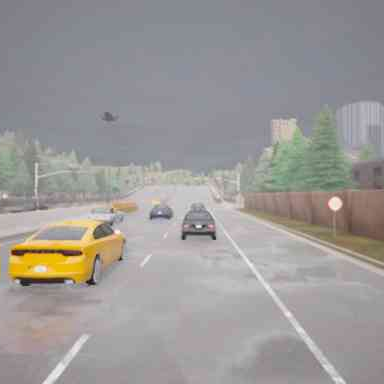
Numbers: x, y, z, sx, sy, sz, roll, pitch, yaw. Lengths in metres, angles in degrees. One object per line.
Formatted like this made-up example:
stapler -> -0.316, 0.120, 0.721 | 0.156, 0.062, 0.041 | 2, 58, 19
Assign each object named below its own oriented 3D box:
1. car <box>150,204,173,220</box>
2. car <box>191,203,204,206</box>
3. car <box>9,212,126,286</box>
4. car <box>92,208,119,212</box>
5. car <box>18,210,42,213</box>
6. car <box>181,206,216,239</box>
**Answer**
car -> -2.919, 1.888, 32.332 | 1.994, 1.385, 4.181 | 0, -1, 1
car -> 0.680, 1.949, 38.565 | 2.033, 1.411, 5.357 | 0, -1, 1
car -> -3.268, 1.567, 9.745 | 1.882, 1.535, 5.008 | 0, -1, 1
car -> -6.527, 1.839, 25.349 | 1.895, 1.301, 4.718 | 0, -1, 1
car -> -16.975, 1.848, 35.251 | 2.033, 1.411, 5.357 | 0, -1, 1
car -> 0.366, 1.742, 18.614 | 2.033, 1.411, 5.357 | 0, -1, 1
